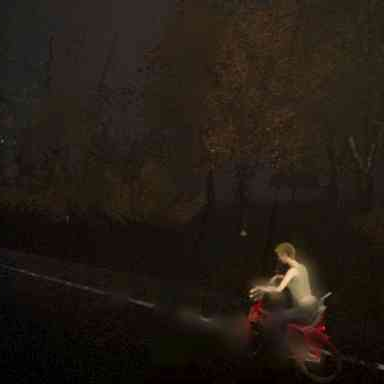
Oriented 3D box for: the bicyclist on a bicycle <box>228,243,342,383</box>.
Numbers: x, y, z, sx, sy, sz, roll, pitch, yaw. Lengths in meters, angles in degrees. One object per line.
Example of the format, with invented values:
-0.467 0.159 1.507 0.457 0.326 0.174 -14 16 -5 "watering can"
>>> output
1.106 1.440 4.218 1.509 1.612 0.866 0 0 36 "bicyclist on a bicycle"
